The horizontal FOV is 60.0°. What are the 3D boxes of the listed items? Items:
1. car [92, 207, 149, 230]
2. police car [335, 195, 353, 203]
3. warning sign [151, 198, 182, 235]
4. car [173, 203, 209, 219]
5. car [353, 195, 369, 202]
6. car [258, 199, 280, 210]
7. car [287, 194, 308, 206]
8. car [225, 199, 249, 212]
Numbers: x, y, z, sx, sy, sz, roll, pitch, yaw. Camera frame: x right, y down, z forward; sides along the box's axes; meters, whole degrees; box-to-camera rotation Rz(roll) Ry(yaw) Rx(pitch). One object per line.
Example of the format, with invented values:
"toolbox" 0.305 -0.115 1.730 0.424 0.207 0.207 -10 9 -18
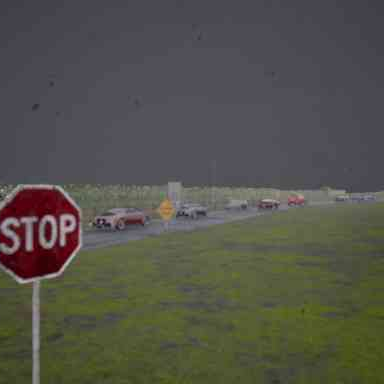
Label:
"car" -4.762 1.731 22.697 1.994 1.385 4.181 0 0 29
"police car" 34.725 1.556 76.779 1.930 1.638 5.238 0 0 44
"warning sign" -1.365 1.270 17.825 1.300 1.860 1.060 0 0 29
"car" -0.062 1.736 31.341 1.994 1.385 4.181 0 0 28
"car" 41.781 1.605 83.490 4.892 1.490 1.837 0 0 -42
"car" 10.571 1.652 45.357 1.882 1.535 5.008 0 0 29
"car" 18.418 1.396 58.049 2.150 2.045 5.566 0 0 35
"car" 5.789 1.682 42.571 1.837 1.490 4.892 0 0 28
